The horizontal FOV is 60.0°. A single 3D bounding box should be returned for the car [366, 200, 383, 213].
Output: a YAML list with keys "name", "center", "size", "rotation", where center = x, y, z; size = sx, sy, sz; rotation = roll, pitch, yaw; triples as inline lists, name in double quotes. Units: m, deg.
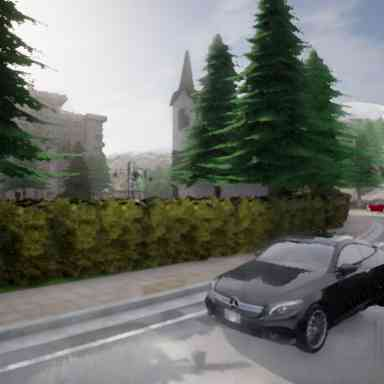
- name: "car"
  center: [21.758, 1.654, 37.498]
  size: [1.882, 1.535, 5.008]
  rotation: [0, 0, -4]

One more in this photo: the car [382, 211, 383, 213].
- name: "car"
  center: [9.285, 1.569, 13.644]
  size: [1.837, 1.490, 4.892]
  rotation: [0, 0, 39]

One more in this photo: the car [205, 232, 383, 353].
- name: "car"
  center: [2.339, 1.558, 6.372]
  size: [4.674, 1.442, 1.812]
  rotation: [0, 0, -41]
